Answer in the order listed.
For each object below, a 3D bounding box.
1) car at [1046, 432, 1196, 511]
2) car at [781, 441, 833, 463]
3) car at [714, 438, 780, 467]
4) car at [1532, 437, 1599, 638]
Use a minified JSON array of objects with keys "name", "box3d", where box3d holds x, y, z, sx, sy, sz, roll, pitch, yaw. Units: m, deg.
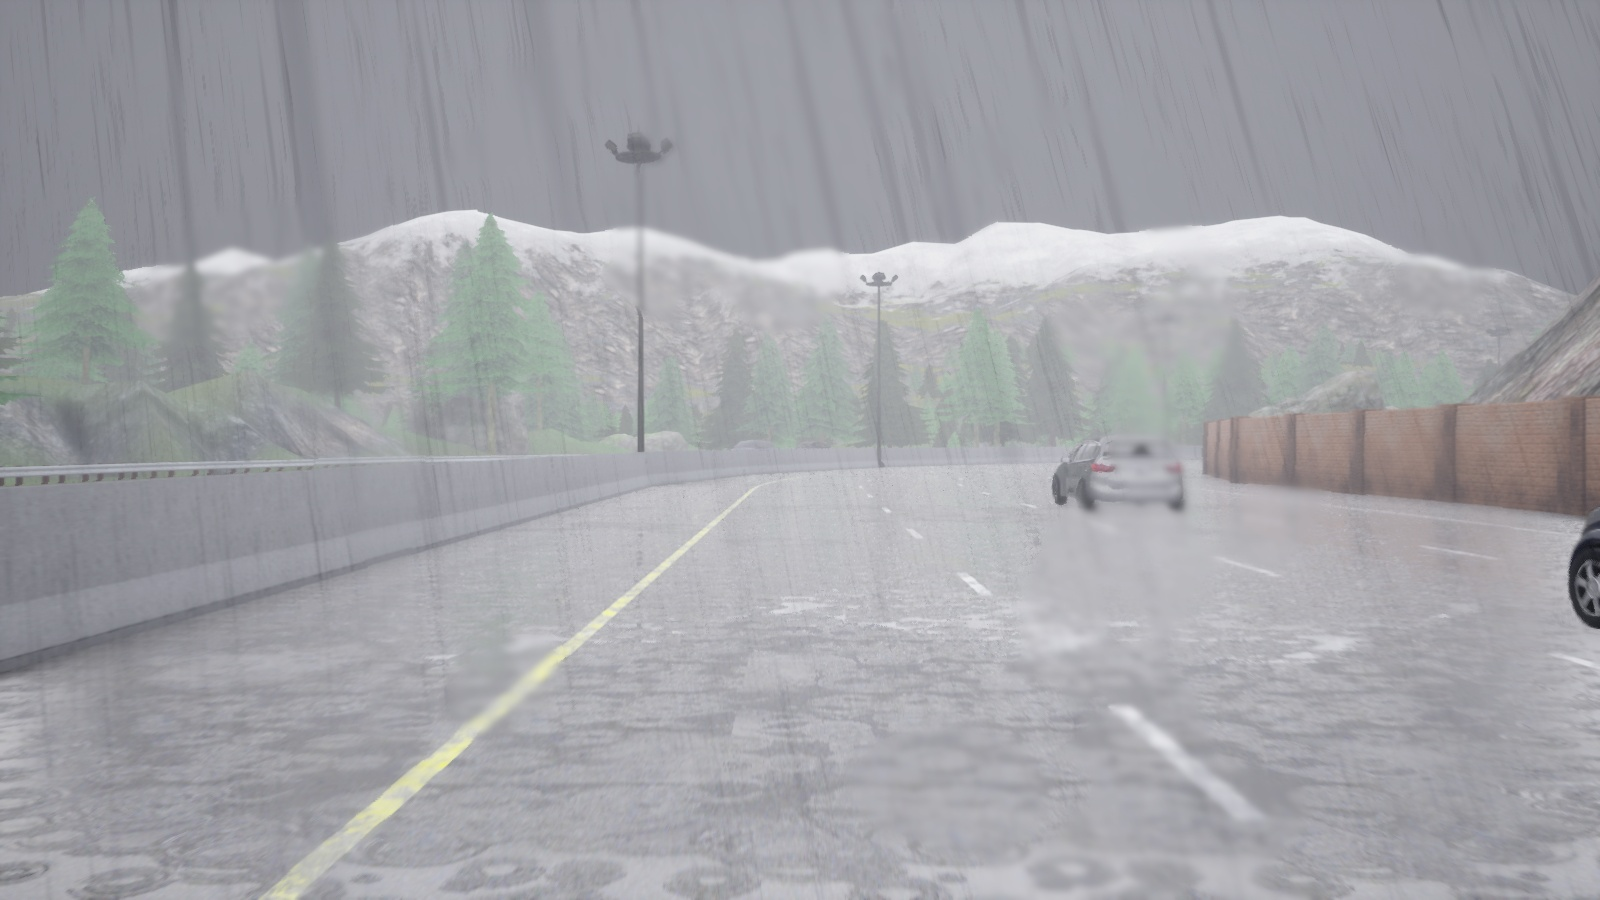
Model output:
[{"name":"car","box3d":[7.174,0.435,28.601,2.242,1.667,4.611,0,0,0]},{"name":"car","box3d":[0.532,0.126,92.064,1.851,1.617,3.988,0,0,37]},{"name":"car","box3d":[-3.317,0.153,79.734,2.097,1.767,4.553,0,0,29]},{"name":"car","box3d":[7.064,0.682,8.732,1.789,1.549,3.705,0,0,0]}]
